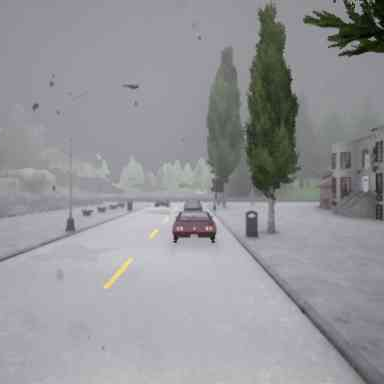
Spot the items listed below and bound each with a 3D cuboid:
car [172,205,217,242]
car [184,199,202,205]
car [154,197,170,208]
[{"bbox_3d":[0.100,1.527,15.927,1.895,1.301,4.718,0,0,0],"label":"car"},{"bbox_3d":[0.102,1.402,35.312,1.994,1.385,4.181,0,0,0],"label":"car"},{"bbox_3d":[-3.997,1.339,45.410,2.033,1.411,5.357,0,0,0],"label":"car"}]
